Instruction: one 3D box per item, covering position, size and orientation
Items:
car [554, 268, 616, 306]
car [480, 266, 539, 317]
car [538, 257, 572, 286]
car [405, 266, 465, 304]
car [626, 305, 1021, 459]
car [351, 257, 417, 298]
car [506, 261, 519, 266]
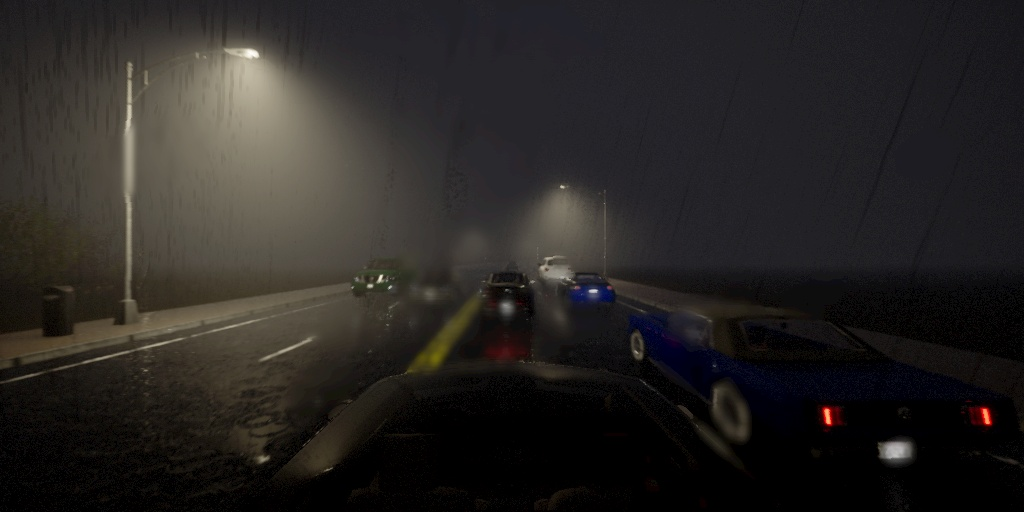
[{"bbox_3d":[3.246,1.397,16.222,1.994,1.385,4.181,0,0,0],"label":"car"},{"bbox_3d":[-0.120,1.324,13.554,1.837,1.490,4.892,0,0,1],"label":"car"},{"bbox_3d":[3.243,1.116,27.254,2.150,2.045,5.566,0,0,0],"label":"car"},{"bbox_3d":[-3.352,1.342,17.040,1.837,1.490,4.892,0,0,0],"label":"car"},{"bbox_3d":[3.249,1.371,5.252,1.895,1.301,4.718,0,0,0],"label":"car"},{"bbox_3d":[-6.604,1.075,19.476,2.150,2.045,5.566,0,-1,0],"label":"car"},{"bbox_3d":[0.074,1.617,58.810,2.033,1.411,5.357,0,0,0],"label":"car"}]
